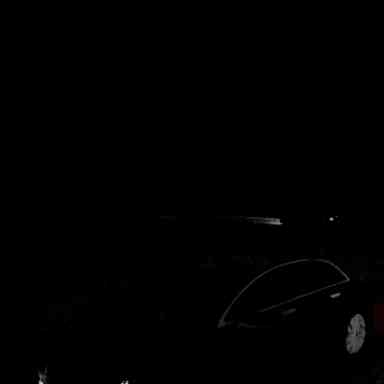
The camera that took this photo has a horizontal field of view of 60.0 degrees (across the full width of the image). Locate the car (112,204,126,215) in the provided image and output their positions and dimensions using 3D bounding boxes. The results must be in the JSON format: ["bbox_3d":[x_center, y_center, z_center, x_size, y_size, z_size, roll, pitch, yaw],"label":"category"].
[{"bbox_3d":[-5.650,1.548,33.337,4.902,1.511,2.128,1,-1,20],"label":"car"}]

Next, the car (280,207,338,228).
[{"bbox_3d":[8.391,1.793,24.146,1.994,1.385,4.181,1,0,-30],"label":"car"}]

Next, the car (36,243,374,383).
[{"bbox_3d":[0.604,1.537,4.439,4.892,1.490,1.837,1,0,-37],"label":"car"}]
